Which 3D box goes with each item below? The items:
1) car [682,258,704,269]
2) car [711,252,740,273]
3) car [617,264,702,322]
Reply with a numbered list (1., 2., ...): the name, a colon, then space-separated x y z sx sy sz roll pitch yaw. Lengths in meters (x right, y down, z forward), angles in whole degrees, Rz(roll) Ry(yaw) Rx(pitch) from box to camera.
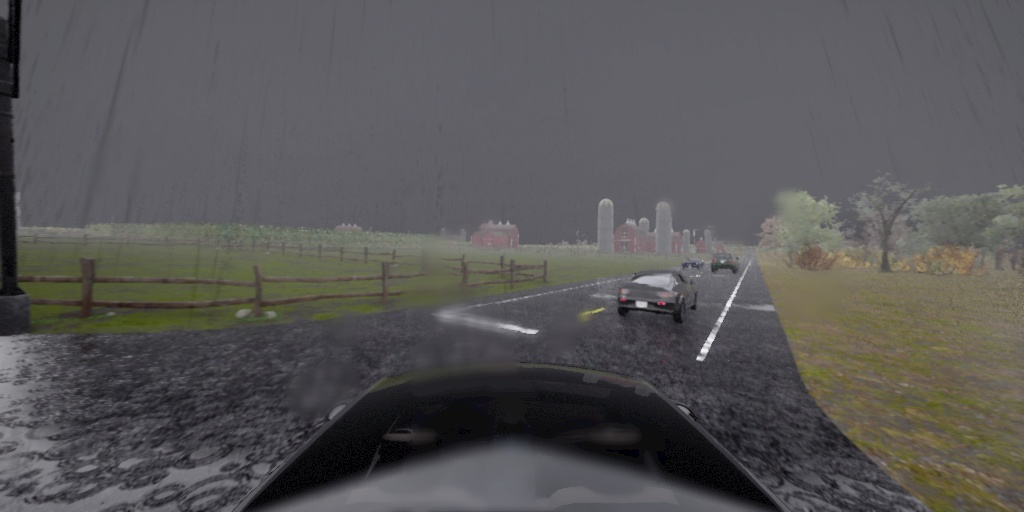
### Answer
1. car: 21.658 0.905 42.934 1.895 1.301 4.718 2 2 34
2. car: 22.108 0.663 37.264 2.150 2.045 5.566 2 2 35
3. car: 4.870 1.159 11.831 1.812 1.442 4.674 2 2 34
